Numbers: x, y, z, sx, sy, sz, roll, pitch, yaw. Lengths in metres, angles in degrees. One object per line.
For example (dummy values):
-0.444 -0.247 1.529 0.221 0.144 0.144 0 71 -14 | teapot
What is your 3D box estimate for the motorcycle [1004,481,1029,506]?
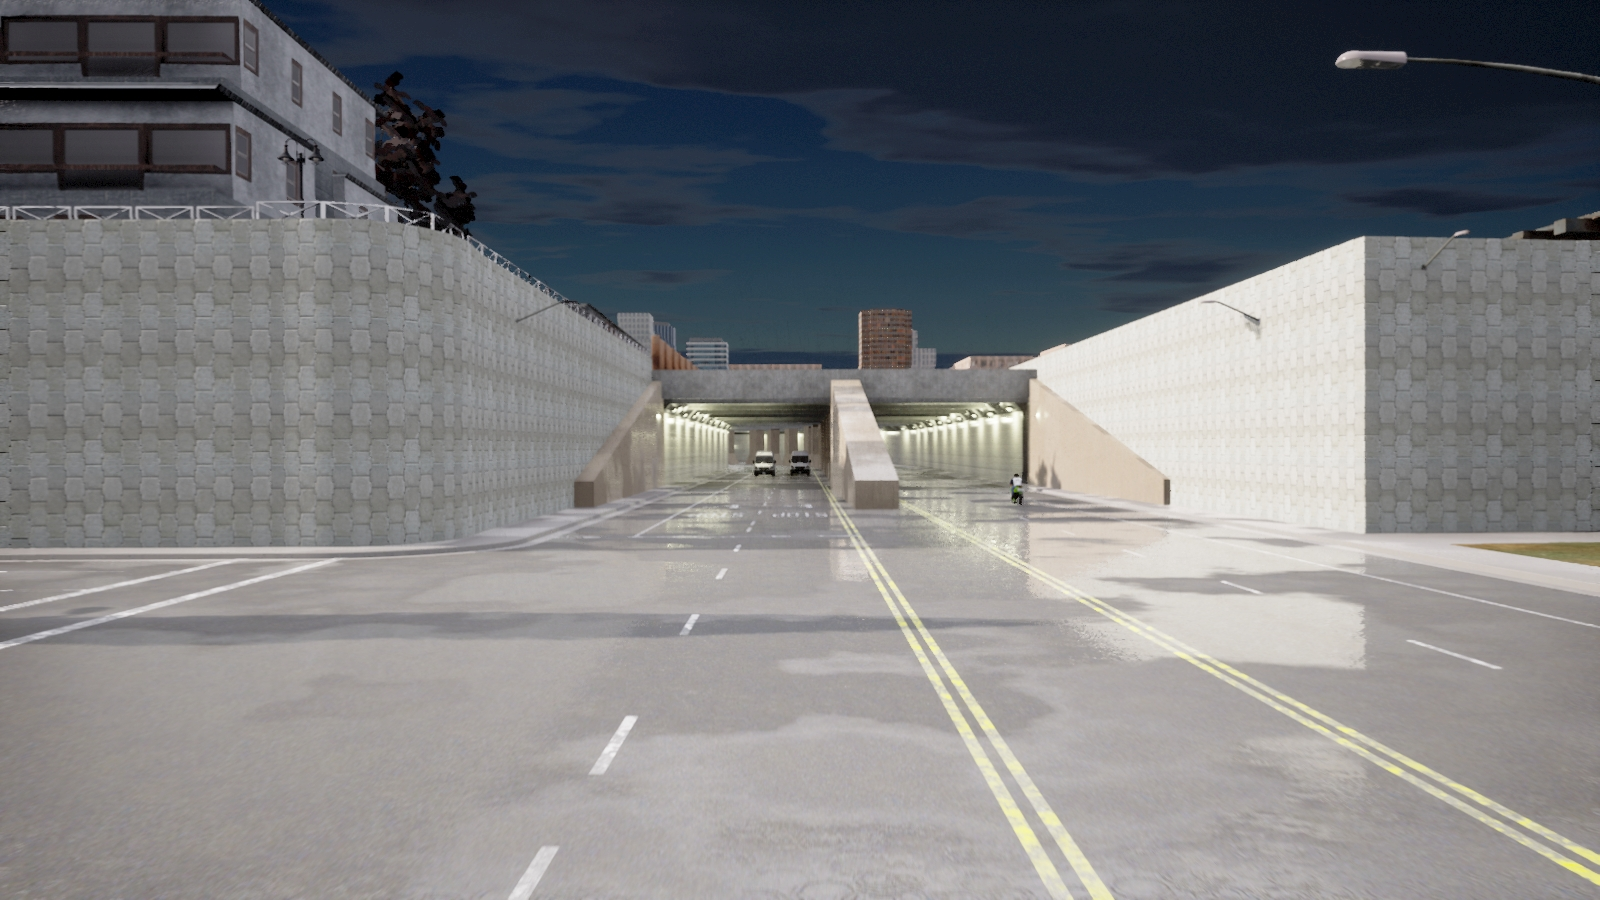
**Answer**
10.480 2.083 55.369 0.803 1.145 2.033 0 0 0 | motorcycle
